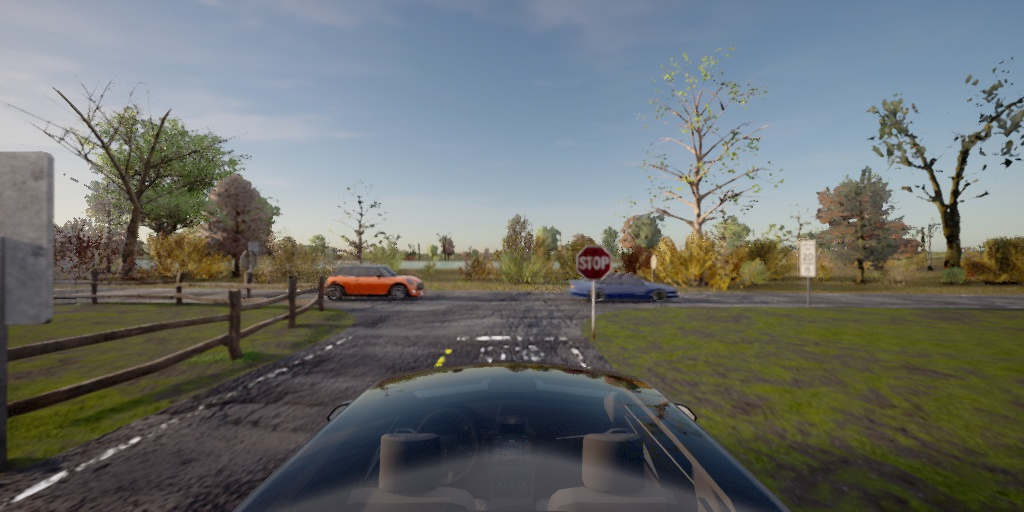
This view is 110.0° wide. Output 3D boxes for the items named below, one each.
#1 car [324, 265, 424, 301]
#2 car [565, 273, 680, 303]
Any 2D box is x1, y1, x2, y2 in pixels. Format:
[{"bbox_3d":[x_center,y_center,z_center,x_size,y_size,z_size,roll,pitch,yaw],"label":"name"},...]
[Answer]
[{"bbox_3d":[-6.768,1.254,17.966,4.553,1.767,2.097,0,0,0],"label":"car"},{"bbox_3d":[5.367,1.548,17.947,5.357,1.411,2.033,1,0,0],"label":"car"}]
